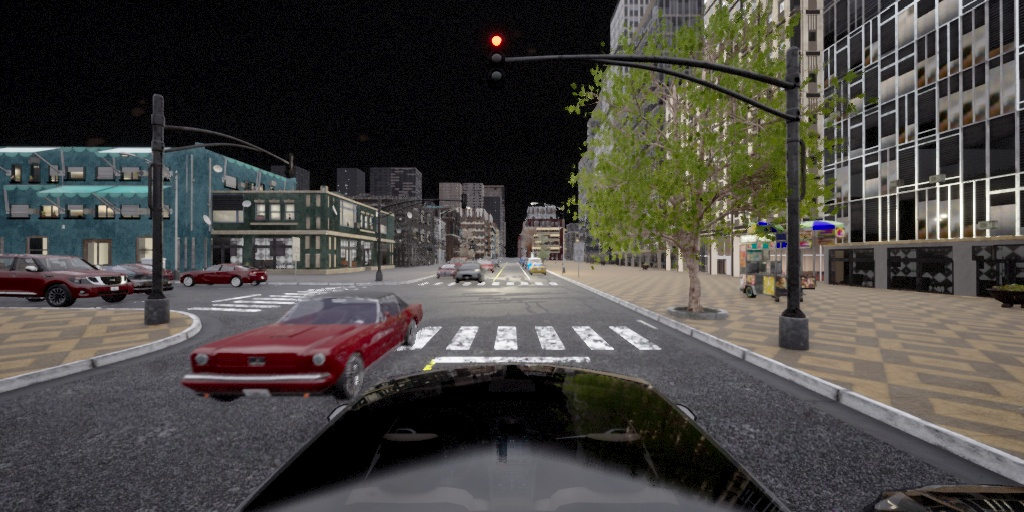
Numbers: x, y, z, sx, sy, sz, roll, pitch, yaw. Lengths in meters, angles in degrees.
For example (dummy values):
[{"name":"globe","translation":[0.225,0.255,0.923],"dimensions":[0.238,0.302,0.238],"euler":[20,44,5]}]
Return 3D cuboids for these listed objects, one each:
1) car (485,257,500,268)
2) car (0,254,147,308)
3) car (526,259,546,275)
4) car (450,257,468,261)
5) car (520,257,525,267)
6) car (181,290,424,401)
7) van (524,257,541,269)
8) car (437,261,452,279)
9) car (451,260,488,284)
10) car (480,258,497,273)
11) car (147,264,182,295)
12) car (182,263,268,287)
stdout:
[{"name":"car","translation":[-3.026,1.261,59.307],"dimensions":[1.837,1.490,4.892],"euler":[0,0,0]},{"name":"car","translation":[-17.149,0.850,13.155],"dimensions":[5.009,1.841,2.192],"euler":[0,0,-1]},{"name":"car","translation":[2.720,1.278,38.251],"dimensions":[1.751,1.417,4.829],"euler":[0,0,0]},{"name":"car","translation":[-5.661,1.067,38.085],"dimensions":[2.192,1.841,5.009],"euler":[0,0,0]},{"name":"car","translation":[2.732,1.305,54.735],"dimensions":[2.007,1.370,4.403],"euler":[0,0,0]},{"name":"car","translation":[-3.094,1.351,6.548],"dimensions":[1.895,1.301,4.718],"euler":[0,0,0]},{"name":"van","translation":[2.724,1.094,43.633],"dimensions":[1.690,1.789,3.998],"euler":[0,0,0]},{"name":"car","translation":[-5.665,1.334,32.534],"dimensions":[1.802,1.307,4.207],"euler":[0,0,0]},{"name":"car","translation":[-3.080,1.257,26.979],"dimensions":[1.837,1.490,4.892],"euler":[0,0,0]},{"name":"car","translation":[-3.063,1.279,42.695],"dimensions":[1.812,1.442,4.674],"euler":[0,0,0]},{"name":"car","translation":[-18.227,1.082,15.733],"dimensions":[5.357,1.411,2.033],"euler":[1,0,-1]},{"name":"car","translation":[-17.261,1.121,21.535],"dimensions":[4.507,1.381,1.888],"euler":[0,0,-1]}]
